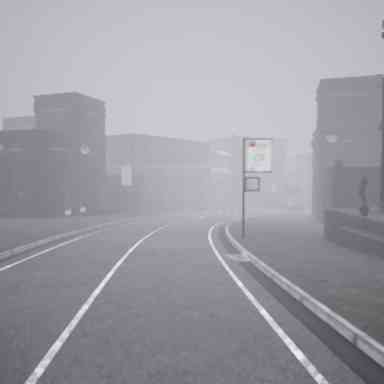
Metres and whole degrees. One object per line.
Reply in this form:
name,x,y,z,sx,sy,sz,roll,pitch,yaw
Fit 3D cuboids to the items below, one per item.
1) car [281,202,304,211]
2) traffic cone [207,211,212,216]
car,18.269,2.535,60.297,4.553,1.767,2.097,2,2,-35
traffic cone,1.768,2.477,37.937,0.340,0.580,0.340,2,0,17
